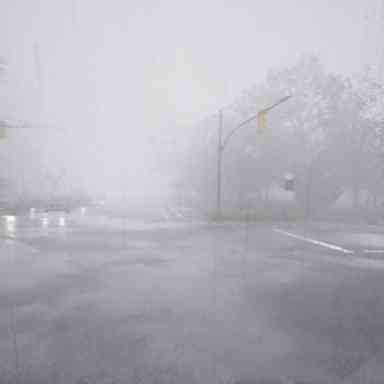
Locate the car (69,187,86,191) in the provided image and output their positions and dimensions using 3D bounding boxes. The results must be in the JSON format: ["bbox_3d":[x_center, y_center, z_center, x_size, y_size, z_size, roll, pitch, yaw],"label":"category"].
[{"bbox_3d":[-18.082,0.286,52.796,2.150,2.045,5.566,1,1,-9],"label":"car"}]

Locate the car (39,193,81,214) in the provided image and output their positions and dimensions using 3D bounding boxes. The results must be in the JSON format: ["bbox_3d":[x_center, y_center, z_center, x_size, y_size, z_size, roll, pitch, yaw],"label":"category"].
[{"bbox_3d":[-11.204,1.062,28.560,1.994,1.385,4.181,1,1,-8],"label":"car"}]

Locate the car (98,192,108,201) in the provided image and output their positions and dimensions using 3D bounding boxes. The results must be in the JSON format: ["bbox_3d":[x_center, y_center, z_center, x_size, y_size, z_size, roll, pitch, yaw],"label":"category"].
[{"bbox_3d":[-14.765,0.668,54.005,2.033,1.411,5.357,1,1,-9],"label":"car"}]

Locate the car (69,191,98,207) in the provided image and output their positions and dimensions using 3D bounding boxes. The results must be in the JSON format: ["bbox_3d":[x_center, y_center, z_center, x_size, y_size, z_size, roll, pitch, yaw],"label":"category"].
[{"bbox_3d":[-12.426,0.926,37.773,2.033,1.411,5.357,1,1,-8],"label":"car"}]

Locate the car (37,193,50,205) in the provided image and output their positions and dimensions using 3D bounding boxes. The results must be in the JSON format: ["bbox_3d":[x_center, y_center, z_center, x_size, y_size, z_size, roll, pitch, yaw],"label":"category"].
[{"bbox_3d":[-15.731,0.852,36.049,1.812,1.442,4.674,1,1,-8],"label":"car"}]

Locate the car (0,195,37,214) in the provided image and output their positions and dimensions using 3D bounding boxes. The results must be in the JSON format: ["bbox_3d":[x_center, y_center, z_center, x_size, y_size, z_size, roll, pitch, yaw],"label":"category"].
[{"bbox_3d":[-14.531,0.965,27.035,1.812,1.442,4.674,1,1,-7],"label":"car"}]
